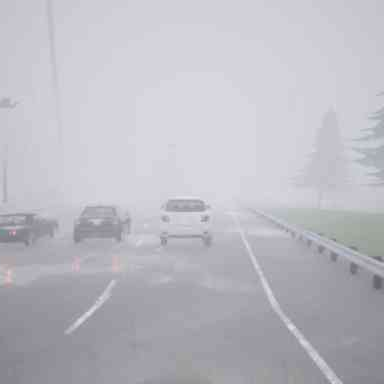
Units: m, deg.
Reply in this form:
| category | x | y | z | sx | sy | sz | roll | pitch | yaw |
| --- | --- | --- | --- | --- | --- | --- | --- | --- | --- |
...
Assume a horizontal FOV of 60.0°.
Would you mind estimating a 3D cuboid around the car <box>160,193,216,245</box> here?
| category | x | y | z | sx | sy | sz | roll | pitch | yaw |
| --- | --- | --- | --- | --- | --- | --- | --- | --- | --- |
| car | -0.292 | 1.216 | 15.660 | 2.150 | 2.045 | 5.566 | 0 | 0 | -1 |

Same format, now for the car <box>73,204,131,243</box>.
| category | x | y | z | sx | sy | sz | roll | pitch | yaw |
| --- | --- | --- | --- | --- | --- | --- | --- | --- | --- |
| car | -4.232 | 1.350 | 16.327 | 2.097 | 1.767 | 4.553 | 0 | 0 | -4 |

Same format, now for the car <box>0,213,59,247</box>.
| category | x | y | z | sx | sy | sz | roll | pitch | yaw |
| --- | --- | --- | --- | --- | --- | --- | --- | --- | --- |
| car | -7.610 | 1.603 | 14.964 | 1.895 | 1.301 | 4.718 | 0 | 0 | -4 |
